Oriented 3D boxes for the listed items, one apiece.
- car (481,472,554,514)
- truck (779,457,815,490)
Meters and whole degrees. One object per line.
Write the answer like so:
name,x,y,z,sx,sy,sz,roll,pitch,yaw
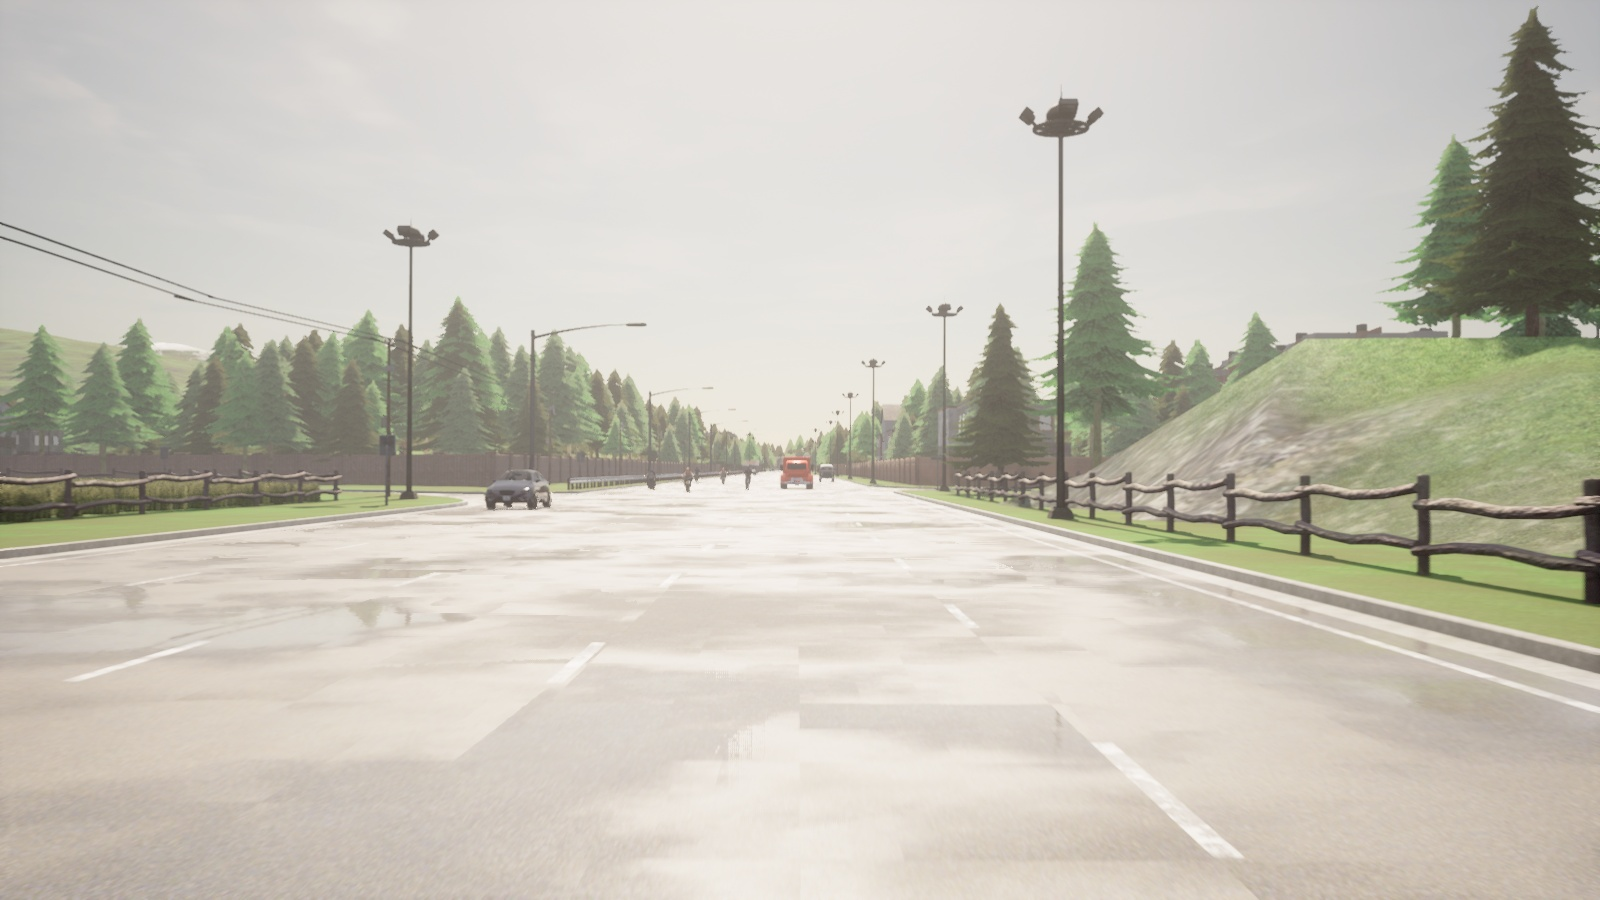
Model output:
car,-10.613,1.590,47.414,1.816,1.474,4.193,0,-1,0
truck,-0.232,1.796,96.542,2.627,2.467,5.204,0,-1,0
